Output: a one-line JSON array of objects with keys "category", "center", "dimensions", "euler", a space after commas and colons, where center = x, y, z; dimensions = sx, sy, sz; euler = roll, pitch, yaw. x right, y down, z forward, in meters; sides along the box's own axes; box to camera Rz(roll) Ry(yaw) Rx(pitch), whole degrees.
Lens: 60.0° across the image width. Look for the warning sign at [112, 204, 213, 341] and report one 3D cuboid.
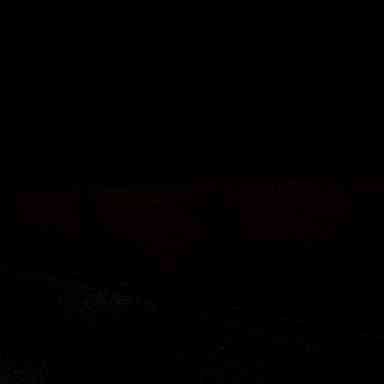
[{"category": "warning sign", "center": [-0.452, 1.153, 5.483], "dimensions": [1.060, 1.860, 1.300], "euler": [-1, 0, 36]}]
